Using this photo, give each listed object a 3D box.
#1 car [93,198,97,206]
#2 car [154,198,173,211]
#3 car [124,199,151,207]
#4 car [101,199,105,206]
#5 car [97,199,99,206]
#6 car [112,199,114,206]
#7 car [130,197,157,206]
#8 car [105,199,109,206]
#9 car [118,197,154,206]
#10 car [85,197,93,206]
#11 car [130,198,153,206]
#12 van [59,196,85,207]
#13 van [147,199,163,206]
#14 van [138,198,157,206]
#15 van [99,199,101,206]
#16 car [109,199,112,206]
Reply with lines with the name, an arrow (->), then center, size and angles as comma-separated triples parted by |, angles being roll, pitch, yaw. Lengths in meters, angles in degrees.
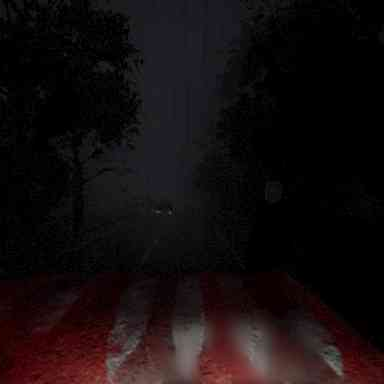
car -> -23.477, 2.279, 70.044 | 5.366, 1.575, 1.946 | 0, -2, 0
car -> -3.495, 1.701, 43.652 | 1.812, 1.442, 4.674 | 0, -1, 0
car -> -10.570, 2.081, 64.324 | 4.892, 1.521, 2.231 | 0, -2, 0
car -> -23.656, 2.472, 78.350 | 4.553, 1.767, 2.185 | 0, -2, 0
car -> -23.664, 2.387, 72.808 | 4.892, 1.521, 2.231 | 0, -2, 0
car -> -23.708, 2.916, 86.650 | 4.892, 1.521, 2.231 | 0, -2, 0
car -> -10.562, 2.120, 72.649 | 5.566, 2.045, 2.435 | 0, -2, 0
car -> -23.691, 2.698, 80.988 | 5.008, 1.535, 2.097 | 0, -2, 0
car -> -10.370, 1.994, 61.557 | 5.366, 1.575, 1.946 | 0, -2, 0
car -> -23.681, 1.931, 67.285 | 5.566, 2.045, 2.435 | 0, -2, 0
car -> -10.613, 2.143, 69.874 | 4.553, 1.767, 2.185 | 0, -2, 0
van -> -23.762, 1.863, 64.393 | 4.442, 1.987, 1.878 | 0, -2, 0
van -> -10.542, 2.994, 94.842 | 4.442, 1.987, 1.878 | 0, -2, 0
van -> -10.733, 2.464, 80.970 | 4.442, 1.987, 1.878 | 0, -2, 0
van -> -23.796, 2.266, 75.585 | 4.442, 1.987, 1.878 | 0, -2, 0
car -> -23.700, 2.809, 83.882 | 5.008, 1.535, 2.097 | 0, -2, 0
